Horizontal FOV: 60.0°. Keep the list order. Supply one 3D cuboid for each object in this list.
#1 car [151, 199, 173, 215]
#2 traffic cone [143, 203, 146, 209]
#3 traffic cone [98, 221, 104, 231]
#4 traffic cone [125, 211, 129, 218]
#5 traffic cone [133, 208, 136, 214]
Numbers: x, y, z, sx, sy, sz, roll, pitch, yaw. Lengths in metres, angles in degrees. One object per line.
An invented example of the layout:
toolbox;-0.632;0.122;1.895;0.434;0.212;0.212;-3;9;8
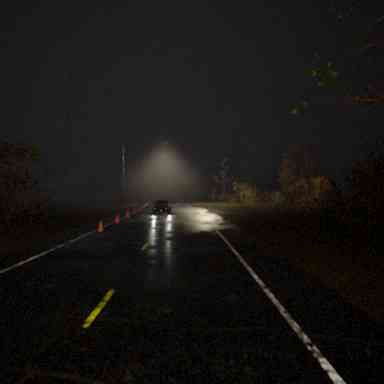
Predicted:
car;-3.001;1.468;33.393;1.837;1.490;4.892;0;0;-3
traffic cone;-6.493;1.914;43.903;0.340;0.580;0.340;0;0;-4
traffic cone;-5.220;1.934;19.057;0.340;0.580;0.340;0;0;-2
traffic cone;-5.614;1.925;29.001;0.340;0.580;0.340;0;0;-3
traffic cone;-5.869;1.921;33.970;0.340;0.580;0.340;0;0;-3
